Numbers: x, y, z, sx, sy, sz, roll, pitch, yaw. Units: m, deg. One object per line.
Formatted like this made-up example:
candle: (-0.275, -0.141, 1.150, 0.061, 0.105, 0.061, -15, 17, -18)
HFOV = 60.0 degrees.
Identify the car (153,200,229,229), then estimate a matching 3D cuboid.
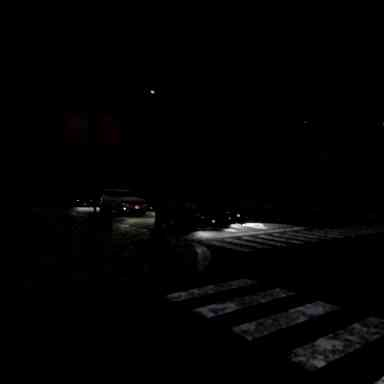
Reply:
car: (-0.198, 1.243, 19.682, 1.812, 1.442, 4.674, 0, 1, -35)

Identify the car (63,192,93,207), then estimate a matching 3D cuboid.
car: (-12.704, 0.943, 37.359, 1.895, 1.301, 4.718, 0, 1, -35)

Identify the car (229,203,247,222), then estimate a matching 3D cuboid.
car: (1.770, 1.264, 22.515, 1.994, 1.385, 4.181, 0, 1, -35)

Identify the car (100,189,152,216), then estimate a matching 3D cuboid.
car: (-5.771, 0.769, 27.552, 2.150, 2.045, 5.566, 0, 1, -35)

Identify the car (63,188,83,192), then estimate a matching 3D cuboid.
car: (-18.050, 0.359, 50.696, 2.150, 2.045, 5.566, 0, 1, -35)
